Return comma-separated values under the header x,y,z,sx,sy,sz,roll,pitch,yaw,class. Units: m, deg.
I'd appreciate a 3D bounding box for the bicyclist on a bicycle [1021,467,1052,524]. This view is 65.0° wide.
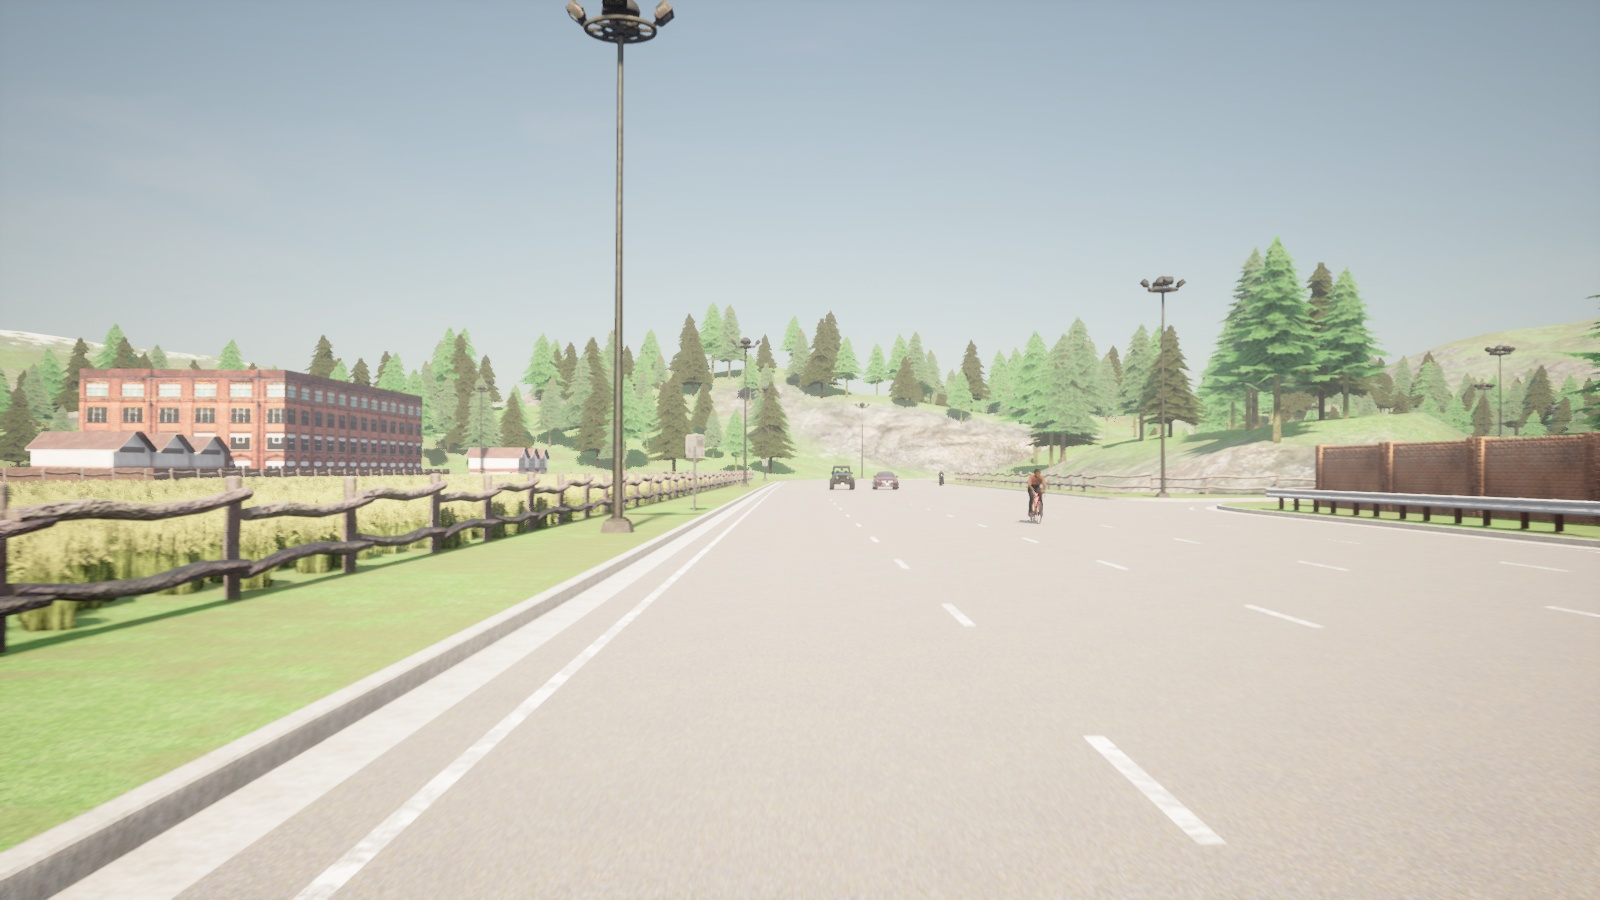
x,y,z,sx,sy,sz,roll,pitch,yaw,class
6.912,1.311,36.743,0.582,1.620,1.656,0,0,0,bicyclist on a bicycle

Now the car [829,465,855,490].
x,y,z,sx,sy,sz,roll,pitch,yaw,class
3.286,2.122,97.884,1.905,1.878,3.866,0,-1,0,car
